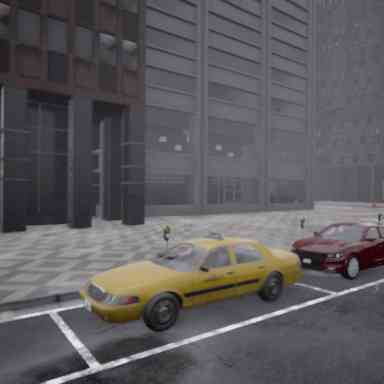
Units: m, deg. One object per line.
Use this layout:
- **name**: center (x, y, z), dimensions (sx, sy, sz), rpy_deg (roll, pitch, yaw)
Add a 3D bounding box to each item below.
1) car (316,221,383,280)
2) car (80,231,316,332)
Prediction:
- **car**: center (4.901, 1.597, 10.151), dimensions (4.507, 1.381, 1.887), rpy_deg (0, 0, -35)
- **car**: center (0.263, 1.547, 6.846), dimensions (4.829, 1.417, 1.752), rpy_deg (0, 0, -35)
